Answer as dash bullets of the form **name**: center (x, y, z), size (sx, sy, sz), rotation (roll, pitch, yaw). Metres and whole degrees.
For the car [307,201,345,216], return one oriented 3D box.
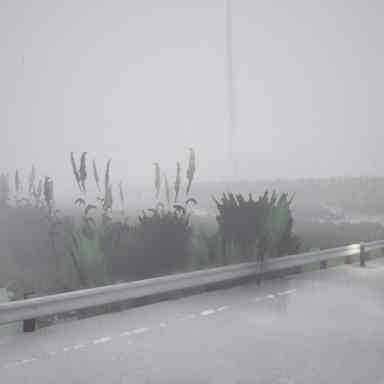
- **car**: center (10.812, 1.569, 28.981), size (2.097, 1.767, 4.553), rotation (-1, 1, -43)
